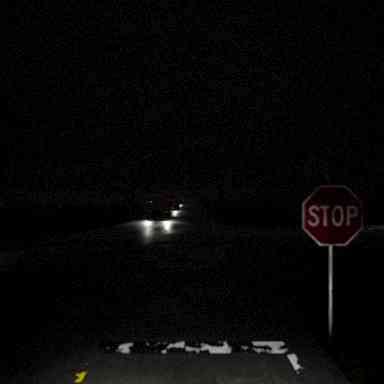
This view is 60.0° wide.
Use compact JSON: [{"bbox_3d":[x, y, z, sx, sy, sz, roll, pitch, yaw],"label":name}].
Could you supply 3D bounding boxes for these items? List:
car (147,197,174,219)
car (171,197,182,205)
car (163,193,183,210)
[{"bbox_3d":[-2.832,1.488,29.123,1.882,1.535,5.008,0,0,-1],"label":"car"},{"bbox_3d":[-2.832,1.608,62.619,1.812,1.442,4.674,0,0,0],"label":"car"},{"bbox_3d":[-2.850,1.239,43.296,2.150,2.045,5.566,0,1,3],"label":"car"}]
